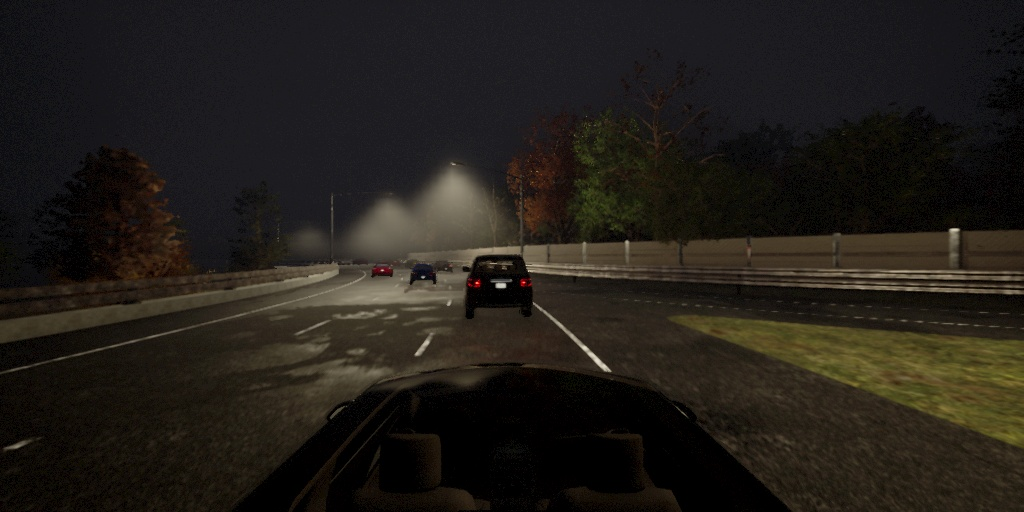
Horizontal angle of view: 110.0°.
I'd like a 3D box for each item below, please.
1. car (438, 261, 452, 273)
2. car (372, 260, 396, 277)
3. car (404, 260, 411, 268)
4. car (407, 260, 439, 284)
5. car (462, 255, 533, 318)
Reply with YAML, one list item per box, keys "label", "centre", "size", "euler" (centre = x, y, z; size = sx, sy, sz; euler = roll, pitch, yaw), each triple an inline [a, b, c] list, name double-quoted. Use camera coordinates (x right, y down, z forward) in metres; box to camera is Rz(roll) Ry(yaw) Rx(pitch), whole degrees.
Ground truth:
- label: "car"
  centre: [-8.525, 1.310, 43.688]
  size: [1.812, 1.442, 4.674]
  euler: [0, 0, -22]
- label: "car"
  centre: [-13.238, 1.364, 36.658]
  size: [1.994, 1.385, 4.181]
  euler: [0, 0, -19]
- label: "car"
  centre: [-16.596, 1.320, 59.700]
  size: [1.837, 1.490, 4.892]
  euler: [0, 0, -30]
- label: "car"
  centre: [-6.780, 1.302, 27.425]
  size: [1.812, 1.442, 4.674]
  euler: [0, 0, -14]
- label: "car"
  centre: [-0.631, 0.975, 13.311]
  size: [2.150, 2.045, 5.566]
  euler: [0, 0, -7]
